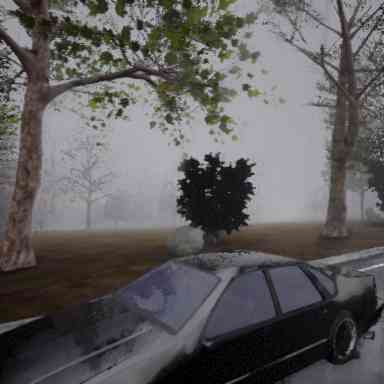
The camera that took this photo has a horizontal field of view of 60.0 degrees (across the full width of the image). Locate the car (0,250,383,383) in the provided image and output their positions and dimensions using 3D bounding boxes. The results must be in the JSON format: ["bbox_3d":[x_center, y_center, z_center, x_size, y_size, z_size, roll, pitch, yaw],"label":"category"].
[{"bbox_3d":[0.401,1.544,4.274,5.357,1.411,2.033,0,0,-36],"label":"car"}]
